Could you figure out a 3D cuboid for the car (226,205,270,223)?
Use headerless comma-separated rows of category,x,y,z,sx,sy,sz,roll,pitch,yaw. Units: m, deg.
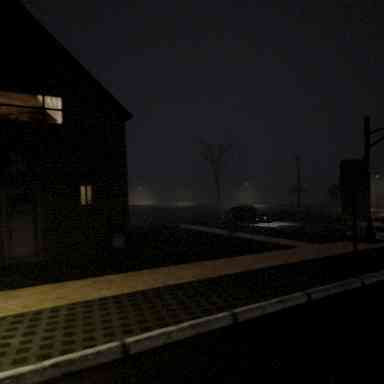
car,5.051,1.991,30.505,1.837,1.490,4.892,-3,1,-30
